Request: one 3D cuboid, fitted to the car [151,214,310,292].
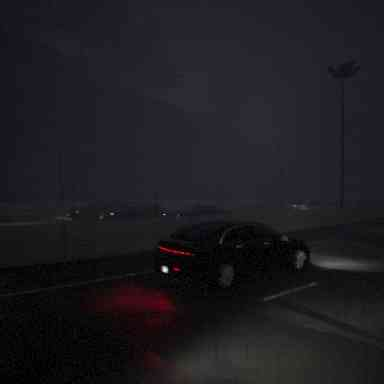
[{"bbox_3d":[1.272,1.493,8.976,4.892,1.490,1.837,0,0,-39],"label":"car"}]

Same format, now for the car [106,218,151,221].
[{"bbox_3d":[-4.010,1.408,23.088,4.902,1.511,2.128,0,0,-41],"label":"car"}]

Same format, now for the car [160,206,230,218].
[{"bbox_3d":[0.301,1.553,22.188,4.718,1.301,1.895,0,0,-42],"label":"car"}]
